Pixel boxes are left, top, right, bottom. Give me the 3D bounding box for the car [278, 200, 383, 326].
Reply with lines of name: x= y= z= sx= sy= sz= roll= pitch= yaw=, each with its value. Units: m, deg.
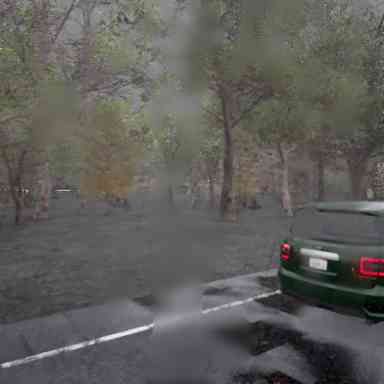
car: x=4.132 y=1.188 z=6.695 sx=5.566 sy=2.045 sz=2.150 roll=0 pitch=0 yaw=-36
